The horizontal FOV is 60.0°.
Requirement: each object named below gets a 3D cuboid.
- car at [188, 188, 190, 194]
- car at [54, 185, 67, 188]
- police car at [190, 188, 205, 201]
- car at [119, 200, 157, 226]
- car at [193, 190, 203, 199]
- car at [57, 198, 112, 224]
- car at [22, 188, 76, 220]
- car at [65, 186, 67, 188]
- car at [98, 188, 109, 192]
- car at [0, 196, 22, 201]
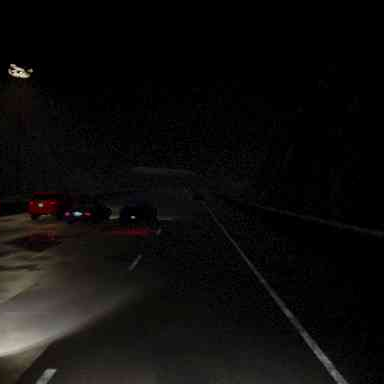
[{"bbox_3d":[-0.007,-0.506,86.256,2.097,1.767,4.553,0,2,0],"label":"car"},{"bbox_3d":[-31.508,-0.696,79.394,2.150,2.045,5.566,0,2,0],"label":"car"},{"bbox_3d":[1.044,0.616,53.566,1.930,1.638,5.238,0,1,0],"label":"police car"},{"bbox_3d":[-3.402,1.275,21.712,1.882,1.535,5.008,0,1,0],"label":"car"},{"bbox_3d":[1.044,0.453,63.465,1.812,1.442,4.674,0,2,0],"label":"car"},{"bbox_3d":[-6.903,1.334,22.490,2.033,1.411,5.357,0,1,0],"label":"car"},{"bbox_3d":[-10.391,0.966,25.584,2.150,2.045,5.566,0,1,0],"label":"car"},{"bbox_3d":[-28.008,-0.370,79.434,1.994,1.385,4.181,0,2,0],"label":"car"},{"bbox_3d":[-21.008,-0.398,79.434,1.812,1.442,4.674,0,2,0],"label":"car"},{"bbox_3d":[-21.096,1.140,37.697,1.895,1.301,4.718,0,1,0],"label":"car"}]
